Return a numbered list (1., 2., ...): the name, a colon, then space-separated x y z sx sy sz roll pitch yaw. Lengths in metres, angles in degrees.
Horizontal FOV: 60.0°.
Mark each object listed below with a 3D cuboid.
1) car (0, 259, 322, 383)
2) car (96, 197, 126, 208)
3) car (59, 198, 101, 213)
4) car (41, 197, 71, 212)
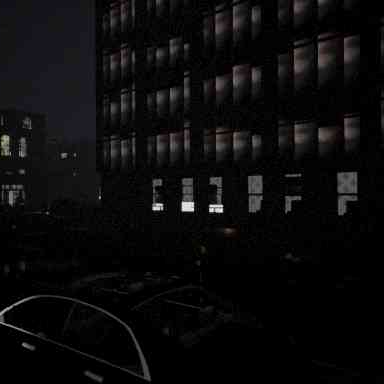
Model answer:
1. car: -0.961 1.551 3.562 4.403 1.369 2.008 0 0 35
2. car: -12.395 1.643 51.182 1.967 1.590 4.097 -1 -1 36
3. car: -12.177 1.683 37.276 1.802 1.307 4.206 -1 -1 36
4. car: -16.374 1.489 41.397 2.097 1.767 4.553 0 -1 37
